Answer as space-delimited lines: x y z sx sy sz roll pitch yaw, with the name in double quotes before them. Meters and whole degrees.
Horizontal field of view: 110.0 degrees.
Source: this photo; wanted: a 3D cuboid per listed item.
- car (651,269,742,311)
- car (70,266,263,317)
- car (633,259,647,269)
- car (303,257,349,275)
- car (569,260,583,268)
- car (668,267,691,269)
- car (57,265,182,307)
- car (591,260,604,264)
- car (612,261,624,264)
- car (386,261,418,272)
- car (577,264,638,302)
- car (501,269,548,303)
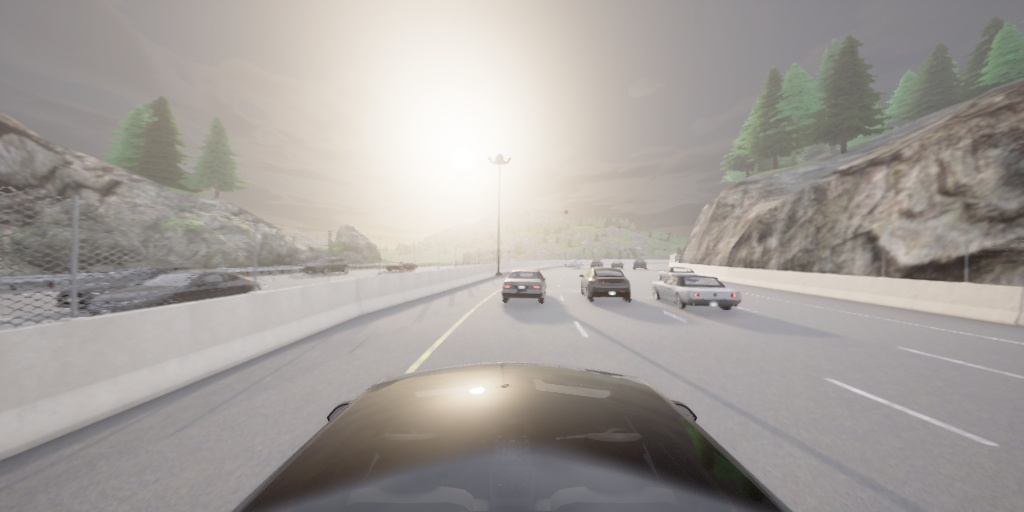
"car" 7.379 1.425 14.961 1.895 1.301 4.718 1 0 5
"car" -10.292 1.171 11.528 1.812 1.442 4.674 1 0 3
"car" 21.692 1.321 60.693 2.097 1.767 4.553 1 0 21
"car" -18.166 0.917 35.212 2.097 1.767 4.553 1 0 10
"car" 11.259 1.389 62.980 1.812 1.442 4.674 0 0 21
"car" 12.684 1.479 27.492 1.895 1.301 4.718 1 0 9
"car" -13.665 1.116 13.645 1.837 1.490 4.892 0 0 4
"car" 14.831 1.404 62.421 1.837 1.490 4.892 0 0 21
"car" 18.231 1.535 61.748 1.895 1.301 4.718 1 0 21
"car" -13.129 1.217 42.883 1.895 1.301 4.718 1 0 13
"car" 4.410 1.299 17.322 1.837 1.490 4.892 0 0 6
"car" 0.656 1.304 16.867 2.033 1.411 5.357 1 0 6
